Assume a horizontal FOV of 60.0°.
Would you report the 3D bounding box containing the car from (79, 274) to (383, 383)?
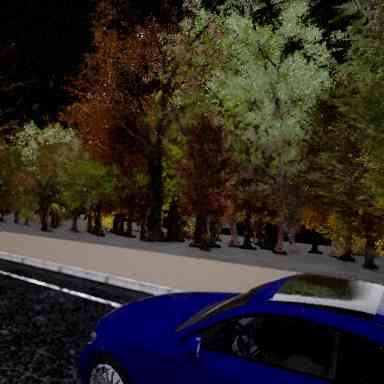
[{"bbox_3d":[0.980,1.527,2.988,4.674,1.442,1.812,0,0,36],"label":"car"}]
